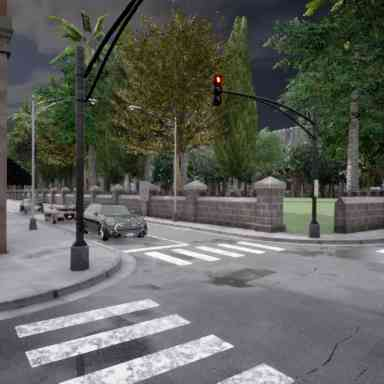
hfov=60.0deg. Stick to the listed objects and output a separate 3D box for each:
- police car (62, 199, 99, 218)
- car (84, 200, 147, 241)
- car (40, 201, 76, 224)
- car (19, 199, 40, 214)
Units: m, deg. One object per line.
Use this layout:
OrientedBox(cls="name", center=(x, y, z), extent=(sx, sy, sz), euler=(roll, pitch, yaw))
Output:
OrientedBox(cls="police car", center=(-10.729, 1.507, 31.722), extent=(2.038, 1.542, 4.974), euler=(0, 0, -35))
OrientedBox(cls="car", center=(-4.060, 1.345, 16.913), extent=(2.097, 1.767, 4.553), euler=(0, 0, -34))
OrientedBox(cls="car", center=(-9.745, 1.555, 24.978), extent=(1.994, 1.385, 4.181), euler=(0, 0, -35))
OrientedBox(cls="car", center=(-16.974, 1.480, 35.192), extent=(2.128, 1.511, 4.902), euler=(0, 0, -35))
